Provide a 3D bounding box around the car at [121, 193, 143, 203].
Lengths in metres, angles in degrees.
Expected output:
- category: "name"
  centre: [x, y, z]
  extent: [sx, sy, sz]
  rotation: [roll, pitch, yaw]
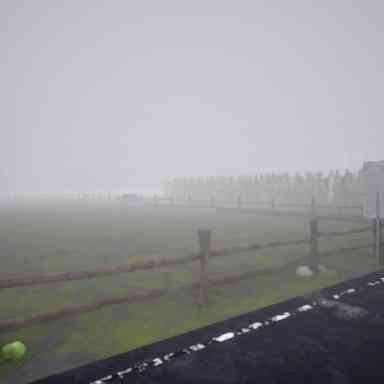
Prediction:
- category: "car"
  centre: [-9.303, 0.951, 51.434]
  extent: [1.837, 1.490, 4.892]
  rotation: [0, 0, -35]
